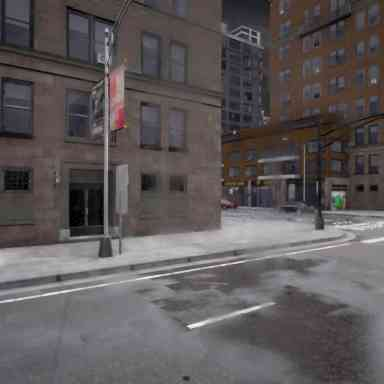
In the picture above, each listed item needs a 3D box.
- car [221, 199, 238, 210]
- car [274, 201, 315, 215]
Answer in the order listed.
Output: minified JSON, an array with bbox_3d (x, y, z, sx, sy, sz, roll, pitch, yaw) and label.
[{"bbox_3d":[4.164,1.594,43.257,1.802,1.307,4.206,0,0,-35],"label":"car"},{"bbox_3d":[10.520,1.580,34.251,1.947,1.339,4.313,0,0,-35],"label":"car"}]
